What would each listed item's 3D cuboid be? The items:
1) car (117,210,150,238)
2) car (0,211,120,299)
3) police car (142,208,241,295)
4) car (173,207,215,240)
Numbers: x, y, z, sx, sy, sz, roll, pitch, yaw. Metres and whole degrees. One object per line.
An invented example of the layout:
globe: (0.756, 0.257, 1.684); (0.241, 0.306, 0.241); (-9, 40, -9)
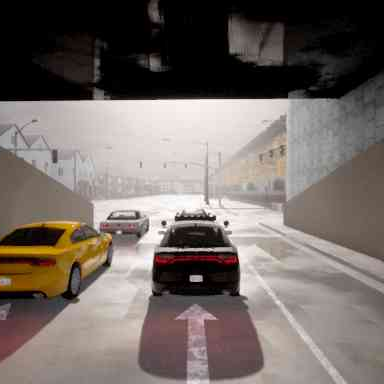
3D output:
car: (-3.406, 1.599, 17.765); (1.895, 1.301, 4.718); (0, 0, 0)
car: (-3.410, 1.477, 8.522); (1.882, 1.535, 5.008); (0, 0, 0)
police car: (0.086, 1.424, 8.847); (1.930, 1.638, 5.238); (0, 0, 0)
car: (0.092, 1.562, 17.809); (1.994, 1.385, 4.181); (0, 0, 0)
